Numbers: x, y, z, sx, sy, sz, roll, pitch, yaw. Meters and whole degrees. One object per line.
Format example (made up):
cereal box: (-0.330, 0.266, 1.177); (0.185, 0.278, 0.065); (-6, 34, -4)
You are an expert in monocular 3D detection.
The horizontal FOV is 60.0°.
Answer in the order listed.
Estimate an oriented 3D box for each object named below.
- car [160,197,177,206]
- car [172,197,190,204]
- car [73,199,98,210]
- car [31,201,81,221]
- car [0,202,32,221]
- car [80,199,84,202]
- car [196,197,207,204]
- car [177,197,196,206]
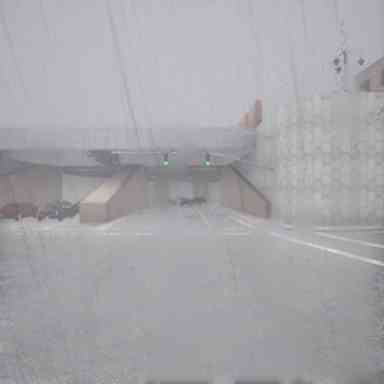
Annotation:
car: (-4.491, 1.709, 59.202); (2.033, 1.411, 5.357); (0, 0, 5)
car: (-2.314, 1.710, 69.558); (1.812, 1.442, 4.674); (0, 0, 24)
car: (-15.269, 1.701, 48.009); (2.033, 1.411, 5.357); (0, 0, -1)
car: (-11.302, 1.689, 28.028); (1.895, 1.301, 4.718); (0, 0, -1)
car: (-14.811, 1.575, 28.353); (1.882, 1.535, 5.008); (0, 0, -1)
car: (-11.531, 1.716, 37.195); (1.895, 1.301, 4.718); (0, 0, -1)
car: (1.554, 1.702, 69.684); (1.812, 1.442, 4.674); (0, 0, 28)
car: (-0.962, 1.702, 59.700); (2.033, 1.411, 5.357); (0, 0, 4)
